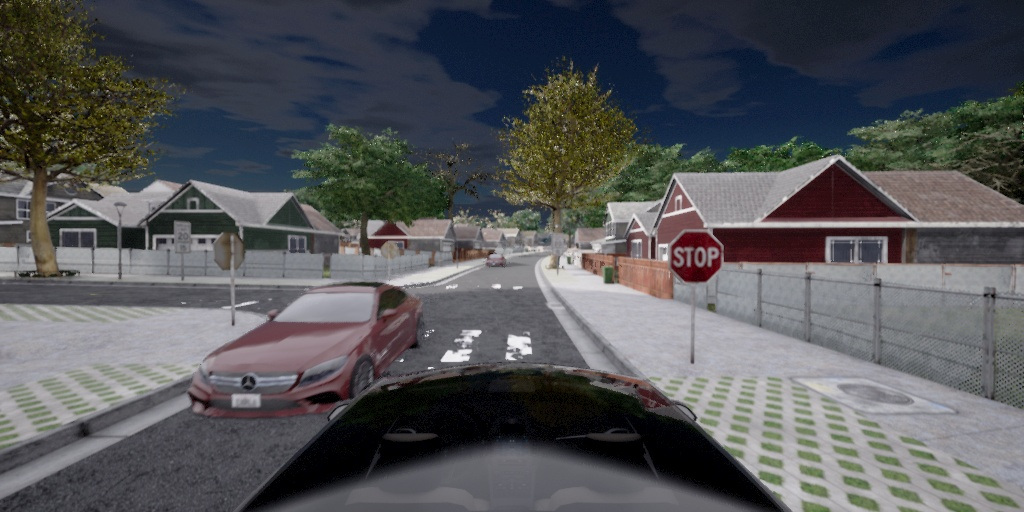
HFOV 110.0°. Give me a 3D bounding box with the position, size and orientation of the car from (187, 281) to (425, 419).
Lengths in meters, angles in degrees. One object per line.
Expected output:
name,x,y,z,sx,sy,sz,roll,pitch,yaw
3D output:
car,-2.759,1.202,6.040,1.812,1.442,4.674,0,1,0

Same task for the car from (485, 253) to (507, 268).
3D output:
car,-1.666,0.466,38.157,1.812,1.442,4.674,0,2,4
